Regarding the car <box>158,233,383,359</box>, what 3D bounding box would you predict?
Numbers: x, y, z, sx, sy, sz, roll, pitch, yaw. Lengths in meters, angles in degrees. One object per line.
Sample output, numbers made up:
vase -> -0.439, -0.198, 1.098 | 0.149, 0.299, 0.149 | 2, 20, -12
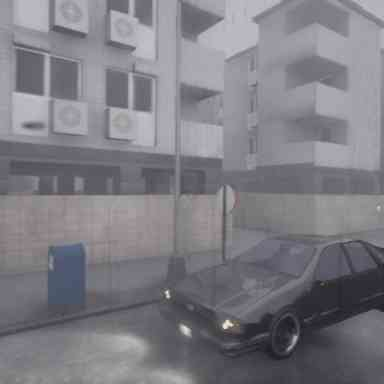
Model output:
car -> 2.092, 1.510, 6.068 | 5.357, 1.411, 2.033 | 0, 1, -35
